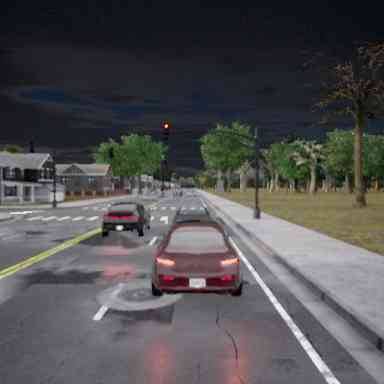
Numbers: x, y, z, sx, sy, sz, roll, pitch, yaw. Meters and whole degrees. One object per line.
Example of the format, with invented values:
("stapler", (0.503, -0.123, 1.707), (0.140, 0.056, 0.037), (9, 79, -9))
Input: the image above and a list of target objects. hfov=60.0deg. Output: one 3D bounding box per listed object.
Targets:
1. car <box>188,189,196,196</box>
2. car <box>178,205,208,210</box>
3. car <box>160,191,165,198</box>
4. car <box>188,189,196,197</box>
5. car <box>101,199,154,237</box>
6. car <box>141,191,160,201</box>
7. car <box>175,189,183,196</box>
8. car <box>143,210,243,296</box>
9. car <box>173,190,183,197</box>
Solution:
("car", (0.004, 0.106, 83.938), (2.128, 1.511, 4.902), (0, 1, 0))
("car", (0.045, 1.346, 17.339), (1.895, 1.301, 4.718), (0, 1, 1))
("car", (-6.514, 0.490, 66.876), (2.128, 1.511, 4.902), (0, 1, 0))
("car", (0.003, 0.473, 73.968), (1.895, 1.301, 4.718), (0, 1, 0))
("car", (-3.124, 1.260, 16.400), (1.837, 1.490, 4.892), (0, 0, -2))
("car", (-6.579, 0.837, 51.126), (1.895, 1.301, 4.718), (0, 1, 0))
("car", (-3.247, 0.105, 83.939), (1.812, 1.442, 4.674), (0, 1, 0))
("car", (0.102, 1.404, 8.172), (1.812, 1.442, 4.674), (0, 1, 0))
("car", (-3.247, 0.424, 73.521), (2.033, 1.411, 5.357), (0, 1, 0))
